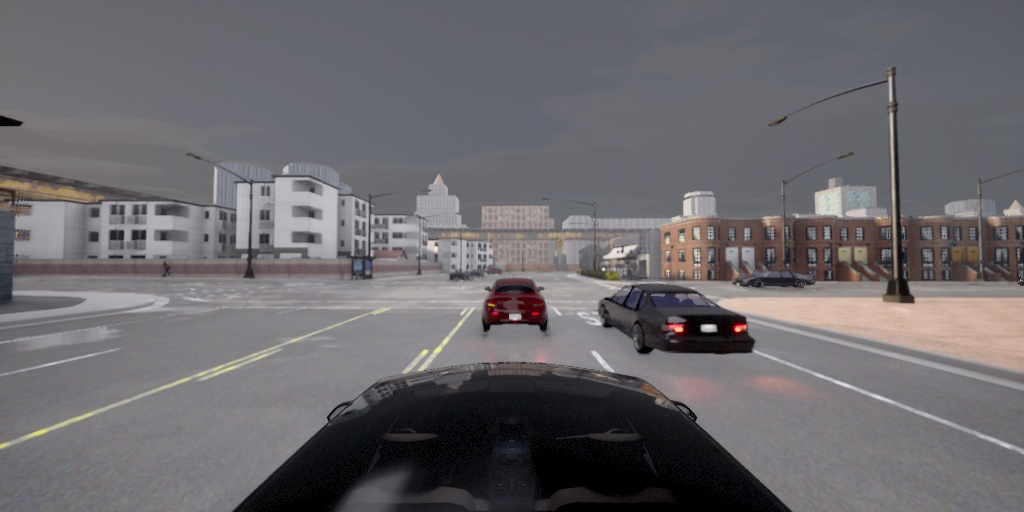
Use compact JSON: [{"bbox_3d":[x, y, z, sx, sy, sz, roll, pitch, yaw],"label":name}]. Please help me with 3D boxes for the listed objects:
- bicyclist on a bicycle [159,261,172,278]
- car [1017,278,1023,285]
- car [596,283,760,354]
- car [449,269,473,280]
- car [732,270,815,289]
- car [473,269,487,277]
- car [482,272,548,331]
[{"bbox_3d":[-33.979,1.360,35.148,0.582,1.620,1.656,1,-2,-11],"label":"bicyclist on a bicycle"},{"bbox_3d":[42.102,1.797,27.136,5.357,1.411,2.033,0,-2,2],"label":"car"},{"bbox_3d":[3.584,1.396,9.016,2.033,1.411,5.357,0,-1,0],"label":"car"},{"bbox_3d":[-6.512,2.354,44.835,1.895,1.301,4.718,0,-2,3],"label":"car"},{"bbox_3d":[20.140,1.813,27.695,5.357,1.411,2.033,0,-2,1],"label":"car"},{"bbox_3d":[-5.779,2.713,57.476,1.895,1.301,4.718,0,-2,4],"label":"car"},{"bbox_3d":[0.079,1.413,11.482,1.812,1.442,4.674,0,-1,0],"label":"car"}]
